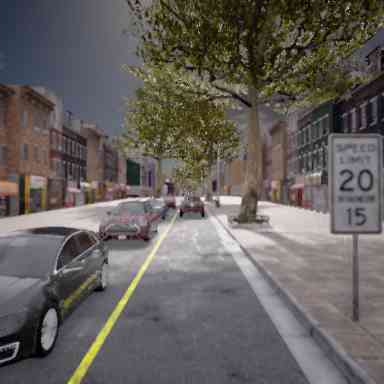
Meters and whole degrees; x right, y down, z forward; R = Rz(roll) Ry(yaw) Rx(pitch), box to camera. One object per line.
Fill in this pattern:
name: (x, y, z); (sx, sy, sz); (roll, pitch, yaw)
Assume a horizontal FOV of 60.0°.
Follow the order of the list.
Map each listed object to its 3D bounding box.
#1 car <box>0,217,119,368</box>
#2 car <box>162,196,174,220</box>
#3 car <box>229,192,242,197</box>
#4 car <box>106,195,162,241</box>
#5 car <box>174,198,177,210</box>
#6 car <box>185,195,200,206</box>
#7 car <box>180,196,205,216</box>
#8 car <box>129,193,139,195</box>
car: (-2.843, 1.463, 6.027); (1.837, 1.490, 4.892); (0, 0, 0)
car: (-2.801, 1.261, 25.589); (2.128, 1.511, 4.902); (0, 1, 0)
car: (12.173, 0.698, 87.368); (4.829, 1.417, 1.752); (-1, 0, 0)
car: (-2.816, 1.217, 15.718); (2.097, 1.767, 4.553); (0, 1, 0)
car: (-2.755, 1.142, 37.329); (1.882, 1.535, 5.008); (0, 0, 0)
car: (0.074, 1.164, 45.378); (1.994, 1.385, 4.181); (0, 0, 0)
car: (0.025, 1.087, 29.113); (2.097, 1.767, 4.553); (0, 0, 0)
car: (-14.840, 1.018, 87.192); (4.507, 1.381, 1.887); (-1, 0, 0)
